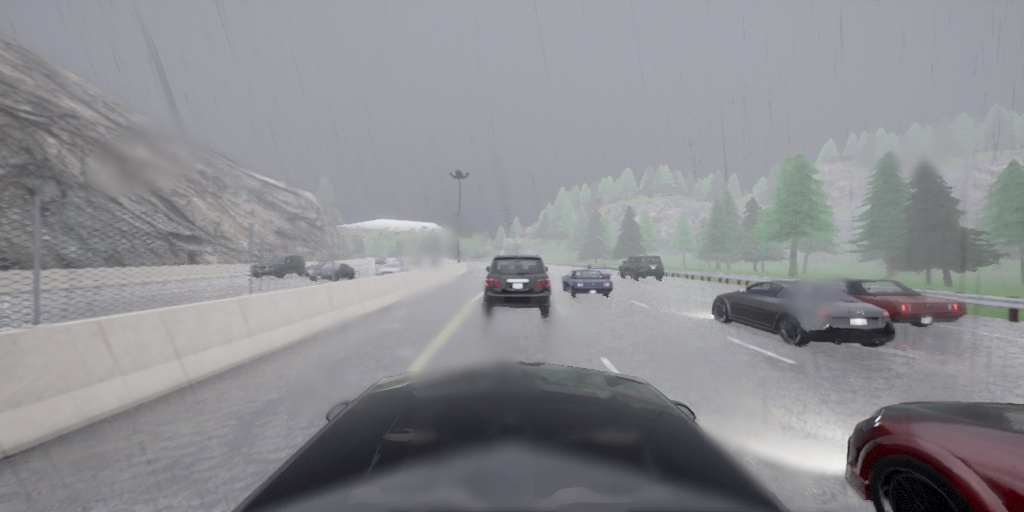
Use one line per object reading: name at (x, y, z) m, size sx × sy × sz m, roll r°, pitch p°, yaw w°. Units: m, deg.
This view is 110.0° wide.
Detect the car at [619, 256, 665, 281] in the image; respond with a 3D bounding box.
car at (10.747, 0.991, 30.066) m, size 2.150 × 2.045 × 5.566 m, roll 0°, pitch 0°, yaw -1°

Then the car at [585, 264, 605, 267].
car at (7.223, 1.365, 31.584) m, size 1.895 × 1.301 × 4.718 m, roll 0°, pitch 0°, yaw -1°

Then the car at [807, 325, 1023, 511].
car at (3.583, 1.320, 1.034) m, size 1.994 × 1.385 × 4.181 m, roll 0°, pitch 0°, yaw 1°

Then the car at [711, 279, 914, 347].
car at (7.157, 1.326, 9.401) m, size 1.994 × 1.385 × 4.181 m, roll 0°, pitch 0°, yaw 1°

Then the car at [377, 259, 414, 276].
car at (-10.508, 1.261, 32.176) m, size 1.812 × 1.442 × 4.674 m, roll 0°, pitch 0°, yaw -2°

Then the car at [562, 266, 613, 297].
car at (3.738, 1.358, 18.674) m, size 1.895 × 1.301 × 4.718 m, roll 0°, pitch 0°, yaw 1°

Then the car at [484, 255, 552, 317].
car at (0.191, 0.973, 13.254) m, size 2.150 × 2.045 × 5.566 m, roll 0°, pitch 0°, yaw 1°

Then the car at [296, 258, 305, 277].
car at (-17.554, 1.215, 33.663) m, size 2.128 × 1.511 × 4.902 m, roll 0°, pitch 0°, yaw -2°

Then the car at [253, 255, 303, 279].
car at (-21.005, 0.937, 32.684) m, size 2.150 × 2.045 × 5.566 m, roll 0°, pitch 0°, yaw -2°

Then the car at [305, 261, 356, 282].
car at (-13.955, 1.255, 28.300) m, size 1.812 × 1.442 × 4.674 m, roll 0°, pitch 0°, yaw -1°

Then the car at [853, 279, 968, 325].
car at (10.674, 1.369, 11.425) m, size 1.895 × 1.301 × 4.718 m, roll 0°, pitch 0°, yaw 1°
